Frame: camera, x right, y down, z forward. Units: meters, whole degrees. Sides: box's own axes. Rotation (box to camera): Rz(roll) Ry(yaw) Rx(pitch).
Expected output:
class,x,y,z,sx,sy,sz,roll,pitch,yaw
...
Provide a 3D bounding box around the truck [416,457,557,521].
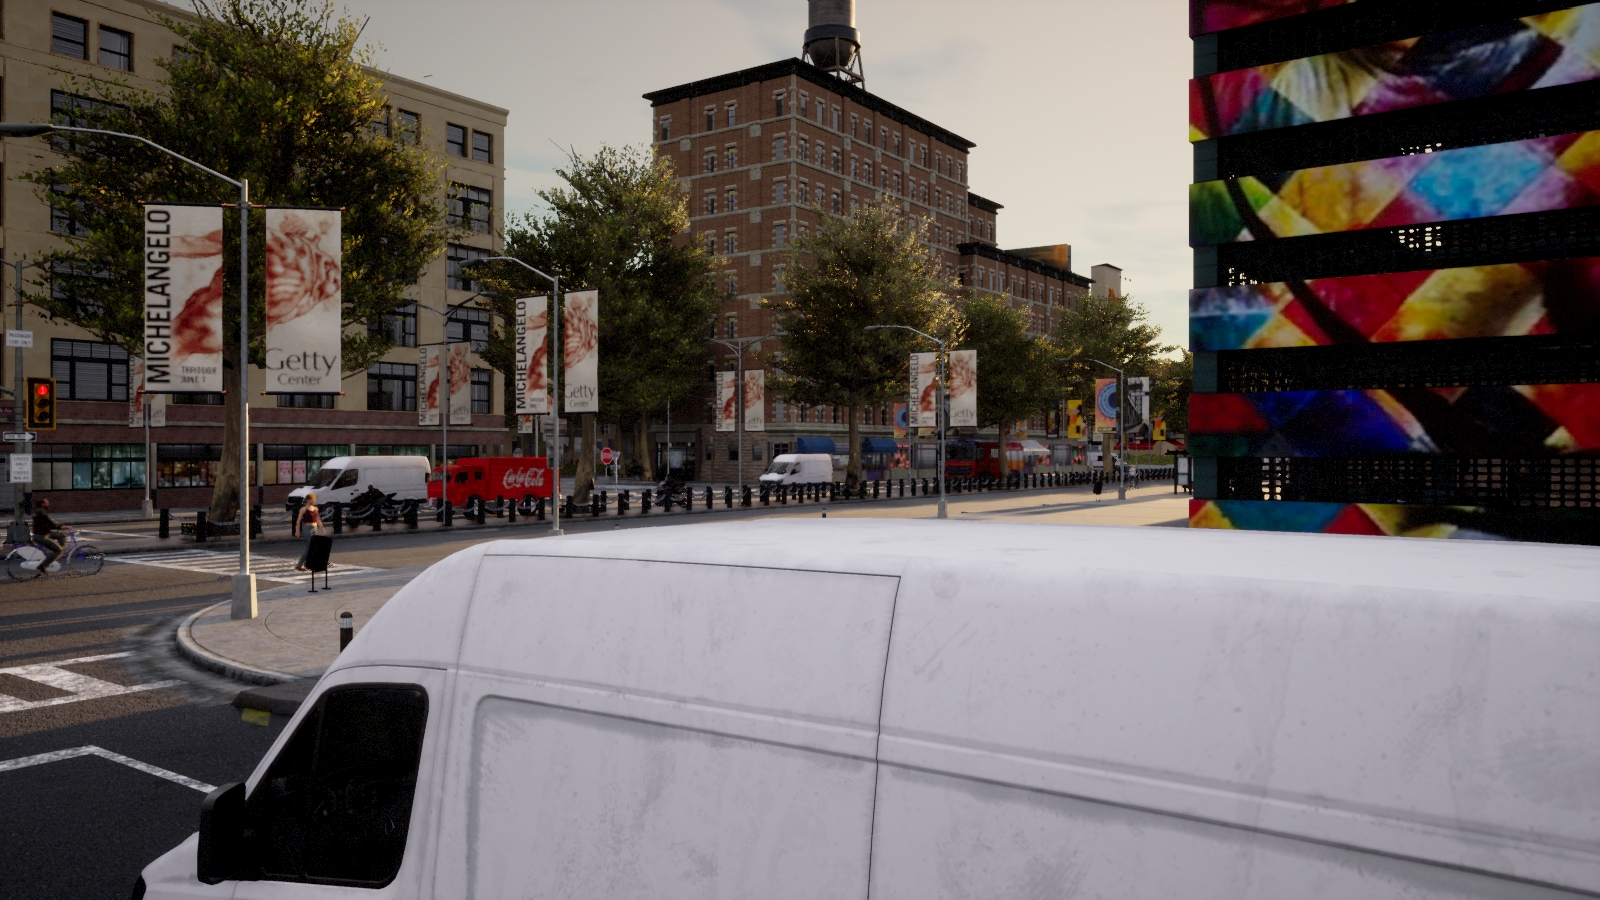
class,x,y,z,sx,sy,sz,roll,pitch,yaw
truck,-13.076,1.565,47.908,2.627,2.467,5.204,0,0,36

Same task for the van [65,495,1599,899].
class,x,y,z,sx,sy,sz,roll,pitch,yaw
van,-0.118,1.534,3.913,5.915,2.561,1.988,0,0,36

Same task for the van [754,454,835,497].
class,x,y,z,sx,sy,sz,roll,pitch,yaw
van,-0.288,1.535,71.860,1.988,2.561,5.915,0,0,35

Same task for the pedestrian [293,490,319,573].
class,x,y,z,sx,sy,sz,roll,pitch,yaw
pedestrian,-11.234,1.848,25.992,0.375,1.860,0.375,0,0,25

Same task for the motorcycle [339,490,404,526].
class,x,y,z,sx,sy,sz,roll,pitch,yaw
motorcycle,-16.269,2.205,43.436,0.867,1.251,2.209,0,0,36

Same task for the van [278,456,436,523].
class,x,y,z,sx,sy,sz,roll,pitch,yaw
van,-18.065,1.534,46.934,1.988,2.561,5.915,0,0,36

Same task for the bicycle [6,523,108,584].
class,x,y,z,sx,sy,sz,roll,pitch,yaw
bicycle,-16.049,2.210,24.714,0.329,1.171,1.835,0,0,42
